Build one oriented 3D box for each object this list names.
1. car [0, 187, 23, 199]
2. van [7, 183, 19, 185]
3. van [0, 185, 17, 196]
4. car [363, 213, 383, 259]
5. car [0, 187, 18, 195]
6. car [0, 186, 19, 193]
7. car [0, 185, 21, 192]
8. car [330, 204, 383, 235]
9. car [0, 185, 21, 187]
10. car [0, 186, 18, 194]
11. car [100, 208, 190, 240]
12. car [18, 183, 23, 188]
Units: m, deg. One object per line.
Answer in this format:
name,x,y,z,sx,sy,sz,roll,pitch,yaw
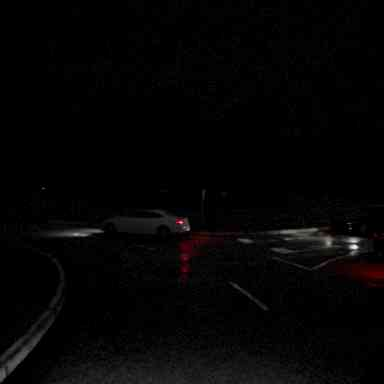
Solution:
car,-28.349,0.390,49.489,4.892,1.521,2.231,2,1,-29
van,-31.143,-0.015,54.229,4.442,1.987,1.878,2,1,-29
van,-36.142,-0.371,63.798,4.442,1.987,1.878,2,1,-28
car,8.548,1.610,11.957,5.008,1.535,1.882,-1,0,-33
car,-37.677,-0.254,66.088,5.366,1.575,1.946,2,1,-27
car,-42.291,-0.638,75.983,4.892,1.521,2.231,2,1,-24
car,-44.598,-0.817,81.070,4.792,1.488,2.163,2,1,-23
car,10.282,1.483,19.282,5.008,1.535,1.882,-2,1,-24
car,-29.664,0.178,51.903,4.553,1.767,2.185,2,1,-29
car,-39.976,-0.411,71.042,4.792,1.488,2.163,2,1,-26
car,-2.427,1.566,17.196,4.674,1.442,1.812,2,0,14
car,-32.369,-0.125,56.687,5.566,2.045,2.435,2,1,-29
